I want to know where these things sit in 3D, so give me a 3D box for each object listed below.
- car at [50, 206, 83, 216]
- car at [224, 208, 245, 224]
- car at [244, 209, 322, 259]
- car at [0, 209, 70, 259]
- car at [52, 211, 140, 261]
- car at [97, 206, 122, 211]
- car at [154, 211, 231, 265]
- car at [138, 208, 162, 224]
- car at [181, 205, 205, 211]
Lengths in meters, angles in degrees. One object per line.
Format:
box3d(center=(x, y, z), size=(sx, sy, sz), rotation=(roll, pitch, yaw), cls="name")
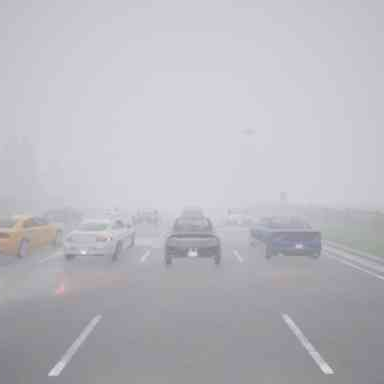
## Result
box3d(center=(-10.457, 1.865, 27.275), size=(2.128, 1.511, 4.902), rotation=(0, -1, 1), cls="car")
box3d(center=(3.536, 1.965, 26.665), size=(1.895, 1.301, 4.718), rotation=(0, -1, 1), cls="car")
box3d(center=(3.552, 1.662, 13.436), size=(1.882, 1.535, 5.008), rotation=(0, -1, 0), cls="car")
box3d(center=(-6.948, 1.662, 13.431), size=(1.882, 1.535, 5.008), rotation=(0, -1, 0), cls="car")
box3d(center=(-3.449, 1.703, 12.945), size=(1.812, 1.442, 4.674), rotation=(0, -1, 0), cls="car")
box3d(center=(-6.950, 1.907, 27.952), size=(1.812, 1.442, 4.674), rotation=(0, -1, 1), cls="car")
box3d(center=(0.044, 1.660, 12.270), size=(2.128, 1.511, 4.902), rotation=(0, -1, 1), cls="car")
box3d(center=(-3.464, 1.965, 26.664), size=(1.895, 1.301, 4.718), rotation=(0, -1, 1), cls="car")
box3d(center=(0.051, 1.866, 28.468), size=(1.882, 1.535, 5.008), rotation=(0, 0, 0), cls="car")
